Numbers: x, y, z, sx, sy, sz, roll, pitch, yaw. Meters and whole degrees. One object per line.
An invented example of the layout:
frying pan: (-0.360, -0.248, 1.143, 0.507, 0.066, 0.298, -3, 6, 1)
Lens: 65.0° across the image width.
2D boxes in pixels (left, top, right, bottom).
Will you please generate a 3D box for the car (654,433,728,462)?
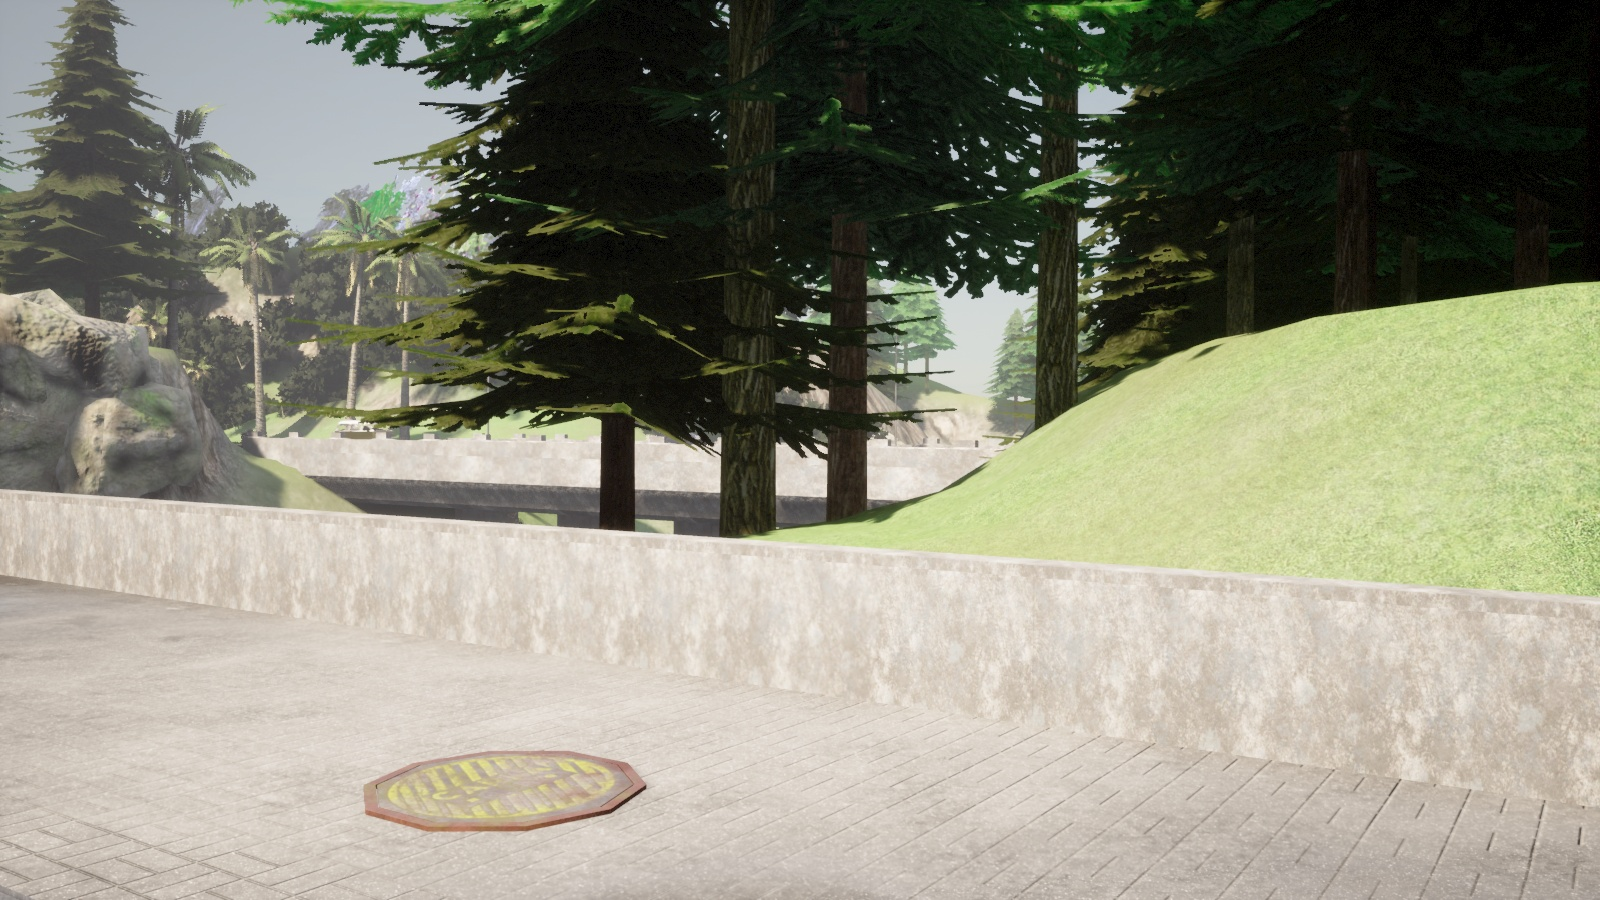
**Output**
car: (-5.874, -0.124, 67.563, 3.633, 1.501, 1.845, 0, 1, 34)

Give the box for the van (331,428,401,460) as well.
van: (-28.556, -0.412, 82.594, 4.480, 2.038, 2.069, 0, 1, 34)
